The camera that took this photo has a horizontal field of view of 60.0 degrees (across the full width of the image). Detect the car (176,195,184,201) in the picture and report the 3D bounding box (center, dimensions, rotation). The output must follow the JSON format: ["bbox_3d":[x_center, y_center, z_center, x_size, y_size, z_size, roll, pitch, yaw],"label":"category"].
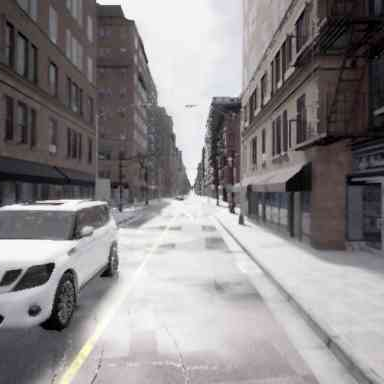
[{"bbox_3d":[-2.958,1.429,82.073,2.033,1.411,5.357,0,0,0],"label":"car"}]

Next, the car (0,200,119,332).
[{"bbox_3d":[-3.102,1.218,7.186,2.150,2.045,5.566,0,0,0],"label":"car"}]

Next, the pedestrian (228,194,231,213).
[{"bbox_3d":[3.633,1.114,32.173,0.375,1.860,0.375,0,0,0],"label":"pedestrian"}]
